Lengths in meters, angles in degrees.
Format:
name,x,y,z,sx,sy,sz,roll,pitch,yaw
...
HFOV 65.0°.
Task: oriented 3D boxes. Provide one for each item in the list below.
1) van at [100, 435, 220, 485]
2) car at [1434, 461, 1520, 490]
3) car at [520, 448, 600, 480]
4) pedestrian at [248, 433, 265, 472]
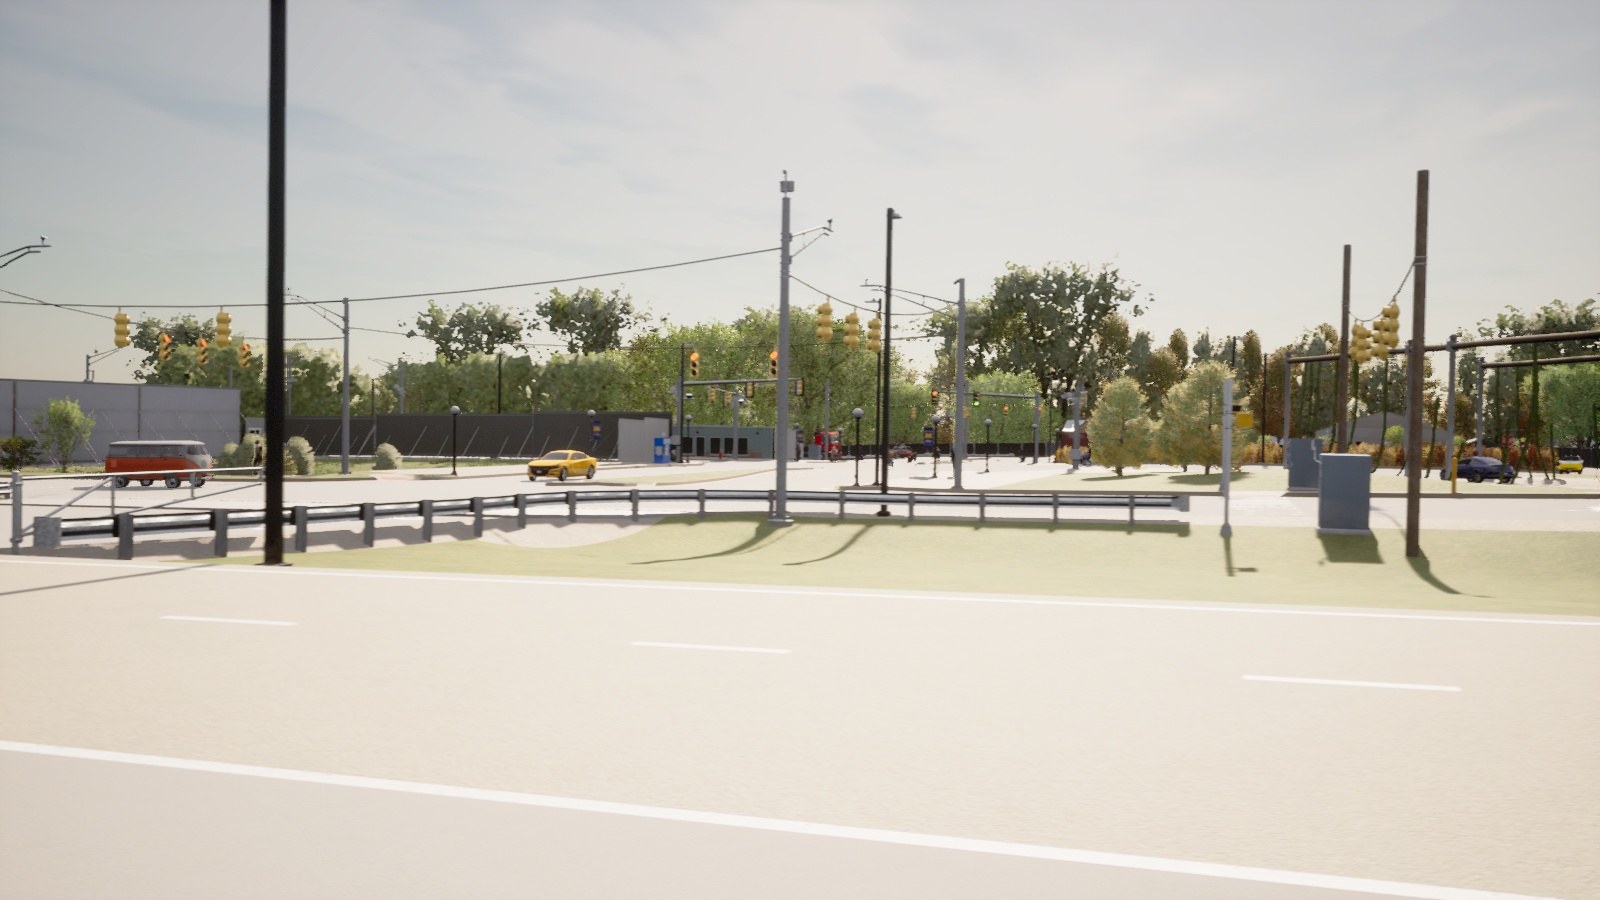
name,x,y,z,sx,sy,sz,roll,pitch,yaw
van,-26.922,0.399,52.866,4.442,1.987,1.775,1,1,14
car,37.799,1.401,70.280,1.812,1.442,4.674,1,0,-7
car,-12.116,0.672,63.782,1.882,1.535,5.008,1,1,16
pedestrian,-27.193,0.109,62.843,0.692,1.930,0.396,2,1,18
